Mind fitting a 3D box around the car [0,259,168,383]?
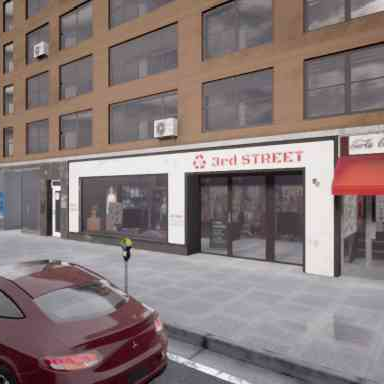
[{"bbox_3d":[-2.203,1.581,4.387,4.206,1.307,1.802,0,0,36],"label":"car"}]
